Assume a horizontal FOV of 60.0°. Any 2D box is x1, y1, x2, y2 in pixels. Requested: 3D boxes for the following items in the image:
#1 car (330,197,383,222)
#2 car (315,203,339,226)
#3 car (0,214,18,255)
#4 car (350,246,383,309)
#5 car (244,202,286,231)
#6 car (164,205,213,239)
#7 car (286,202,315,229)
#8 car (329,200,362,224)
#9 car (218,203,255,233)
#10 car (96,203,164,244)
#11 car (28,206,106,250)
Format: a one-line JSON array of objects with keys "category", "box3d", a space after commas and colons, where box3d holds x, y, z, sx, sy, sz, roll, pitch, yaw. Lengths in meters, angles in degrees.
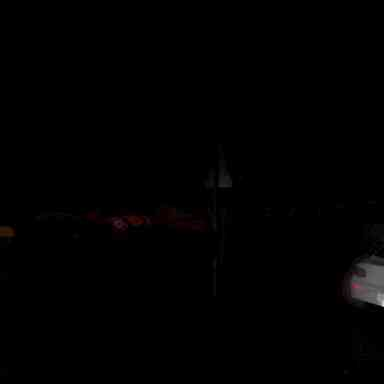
[{"category": "car", "box3d": [14.560, 1.446, 29.053, 2.435, 2.045, 5.566, 1, 0, -35]}, {"category": "car", "box3d": [7.755, 1.654, 24.233, 2.002, 1.452, 4.674, 1, 0, -35]}, {"category": "car", "box3d": [-7.979, 1.452, 12.791, 1.946, 1.575, 5.366, 1, 0, -35]}, {"category": "car", "box3d": [5.028, 1.582, 6.725, 4.674, 1.442, 1.812, 1, 0, -36]}, {"category": "car", "box3d": [3.246, 1.438, 20.983, 2.185, 1.767, 4.553, 1, 0, -35]}, {"category": "car", "box3d": [-1.293, 1.519, 17.780, 2.097, 1.535, 5.008, 1, 0, -36]}, {"category": "car", "box3d": [5.510, 1.463, 22.597, 2.185, 1.767, 4.553, 1, 0, -35]}, {"category": "car", "box3d": [10.019, 1.642, 25.843, 2.231, 1.521, 4.892, 1, 0, -35]}, {"category": "car", "box3d": [0.961, 1.542, 19.400, 2.231, 1.521, 4.892, 1, 0, -35]}, {"category": "car", "box3d": [-3.578, 1.371, 16.195, 2.185, 1.767, 4.553, 1, 0, -35]}, {"category": "car", "box3d": [-5.820, 1.476, 14.551, 2.097, 1.535, 5.008, 1, 0, -35]}]
